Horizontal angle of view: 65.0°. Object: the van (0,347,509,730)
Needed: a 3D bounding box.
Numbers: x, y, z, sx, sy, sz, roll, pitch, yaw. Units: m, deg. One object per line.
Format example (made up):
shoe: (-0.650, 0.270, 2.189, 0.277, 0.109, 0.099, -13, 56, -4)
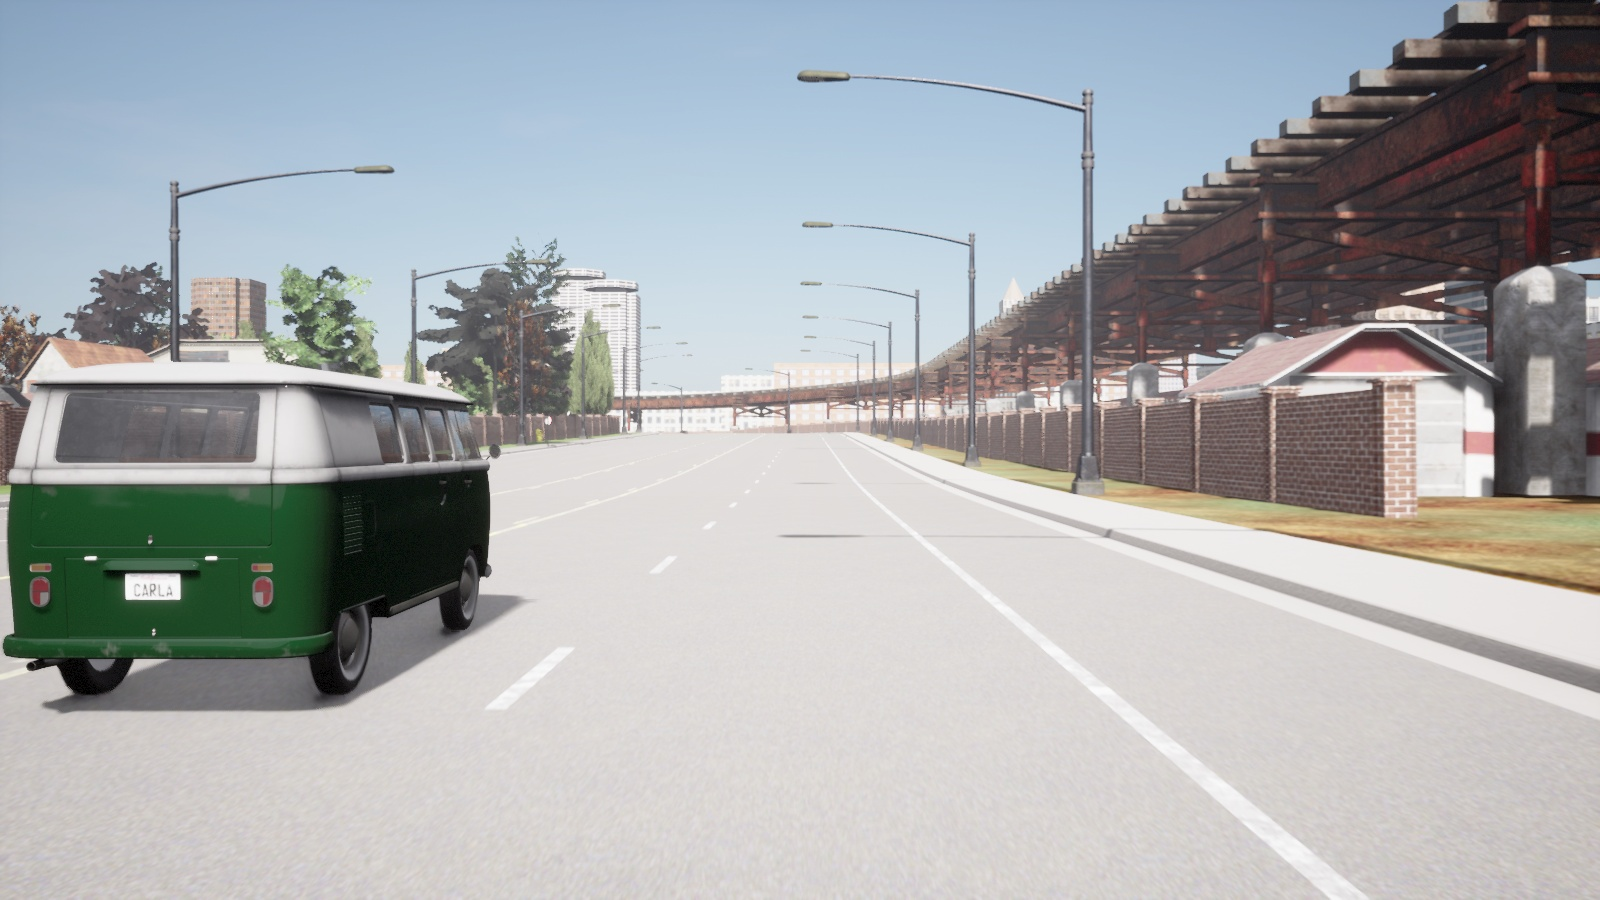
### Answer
van: (-3.444, 0.448, 8.755, 1.775, 1.987, 4.442, 0, 0, 0)
